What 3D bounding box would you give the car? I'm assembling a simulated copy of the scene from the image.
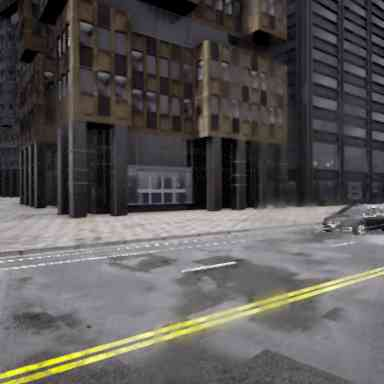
[{"bbox_3d":[9.082,1.471,18.146,4.892,1.490,1.837,0,0,-35],"label":"car"}]
